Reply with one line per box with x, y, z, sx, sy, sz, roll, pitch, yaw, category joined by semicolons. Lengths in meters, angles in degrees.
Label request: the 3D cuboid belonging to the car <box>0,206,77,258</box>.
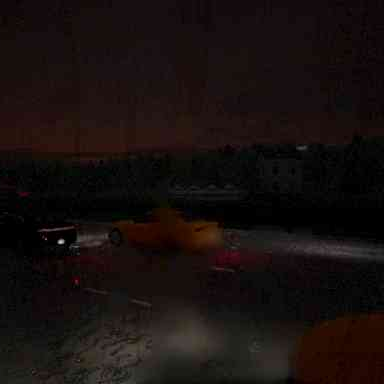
-6.500;1.502;12.915;4.902;1.511;2.128;0;0;35;car

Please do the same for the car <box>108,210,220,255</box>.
-1.277;1.486;13.493;5.008;1.535;1.882;0;0;35;car

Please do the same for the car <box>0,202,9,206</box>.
-17.590;1.551;29.409;4.674;1.442;1.812;0;0;35;car

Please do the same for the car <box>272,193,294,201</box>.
19.134;1.237;69.586;4.605;1.855;1.932;0;0;35;car

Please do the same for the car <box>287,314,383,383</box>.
3.053;1.477;1.814;5.008;1.535;1.882;0;0;35;car
